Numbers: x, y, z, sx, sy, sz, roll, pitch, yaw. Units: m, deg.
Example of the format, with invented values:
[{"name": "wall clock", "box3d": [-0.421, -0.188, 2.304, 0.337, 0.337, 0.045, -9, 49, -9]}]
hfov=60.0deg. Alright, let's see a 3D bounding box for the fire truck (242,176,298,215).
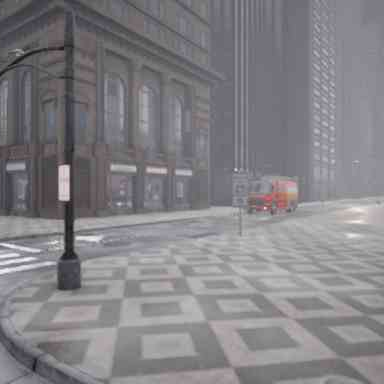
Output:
[{"name": "fire truck", "box3d": [8.327, 0.325, 34.726, 2.891, 3.827, 8.468, 0, 0, 36]}]
